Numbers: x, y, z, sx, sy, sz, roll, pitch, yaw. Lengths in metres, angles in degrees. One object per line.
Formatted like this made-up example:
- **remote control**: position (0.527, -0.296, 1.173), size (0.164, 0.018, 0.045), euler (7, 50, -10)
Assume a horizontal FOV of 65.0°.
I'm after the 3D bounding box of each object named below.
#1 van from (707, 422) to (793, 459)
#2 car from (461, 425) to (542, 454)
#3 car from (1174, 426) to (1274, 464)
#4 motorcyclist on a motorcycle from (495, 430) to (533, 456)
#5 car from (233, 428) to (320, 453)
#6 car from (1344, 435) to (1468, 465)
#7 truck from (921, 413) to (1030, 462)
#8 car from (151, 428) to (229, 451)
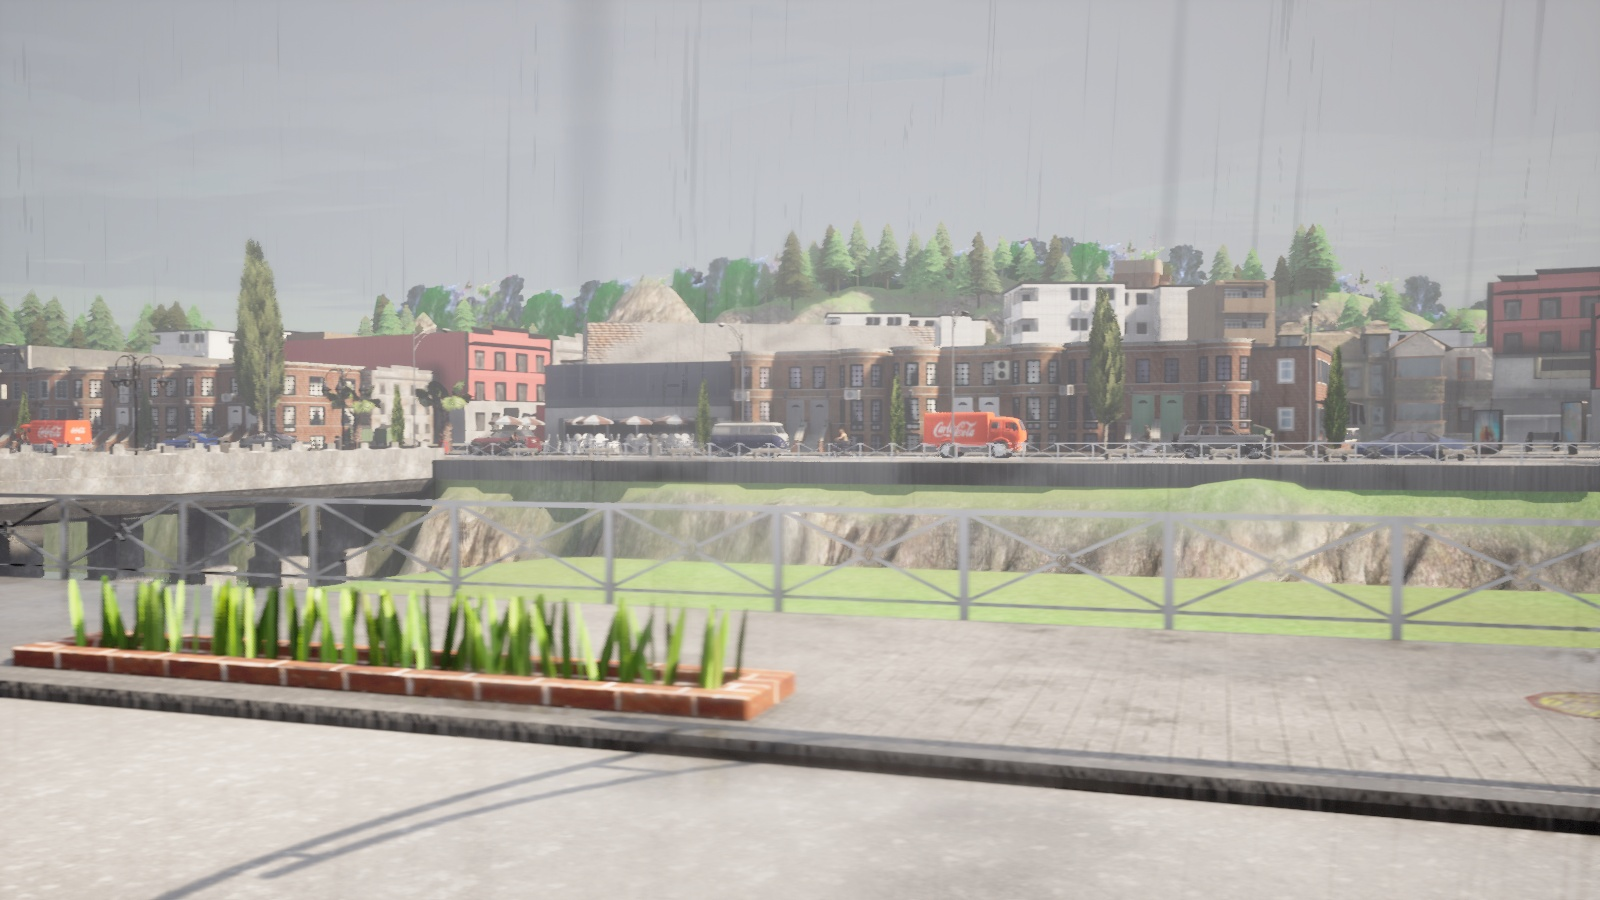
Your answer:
- **van**: position (-2.759, -0.548, 69.727), size (4.442, 1.987, 1.775), euler (1, 1, 19)
- **car**: position (-18.876, -0.657, 79.364), size (4.553, 1.767, 2.097), euler (1, 1, 19)
- **car**: position (20.837, -0.268, 61.797), size (4.605, 1.855, 1.932), euler (1, 1, 19)
- **motorcyclist on a motorcycle**: position (-16.965, -0.448, 74.504), size (2.044, 1.523, 0.797), euler (1, 1, 19)
- **car**: position (-33.360, -0.624, 80.015), size (4.902, 1.511, 2.128), euler (1, 1, 19)
- **car**: position (30.231, -0.019, 62.862), size (5.357, 1.411, 2.033), euler (1, 1, 19)
- **truck**: position (9.207, -0.678, 65.701), size (5.204, 2.467, 2.627), euler (1, 1, 19)
- **car**: position (-42.376, -0.753, 87.265), size (5.008, 1.535, 1.882), euler (1, 1, 19)
